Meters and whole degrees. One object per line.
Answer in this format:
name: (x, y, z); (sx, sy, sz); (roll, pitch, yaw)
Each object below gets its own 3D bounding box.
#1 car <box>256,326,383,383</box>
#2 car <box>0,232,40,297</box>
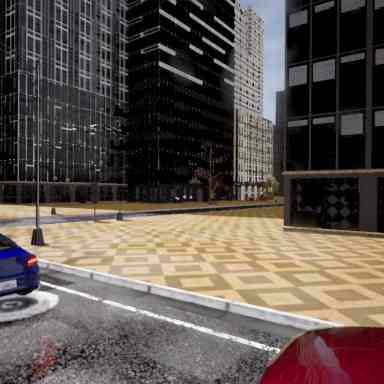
car: (2.405, 1.564, 1.961); (4.181, 1.385, 1.994); (0, 0, 35)
car: (-5.196, 1.522, 7.390); (4.674, 1.442, 1.812); (0, 0, 36)
